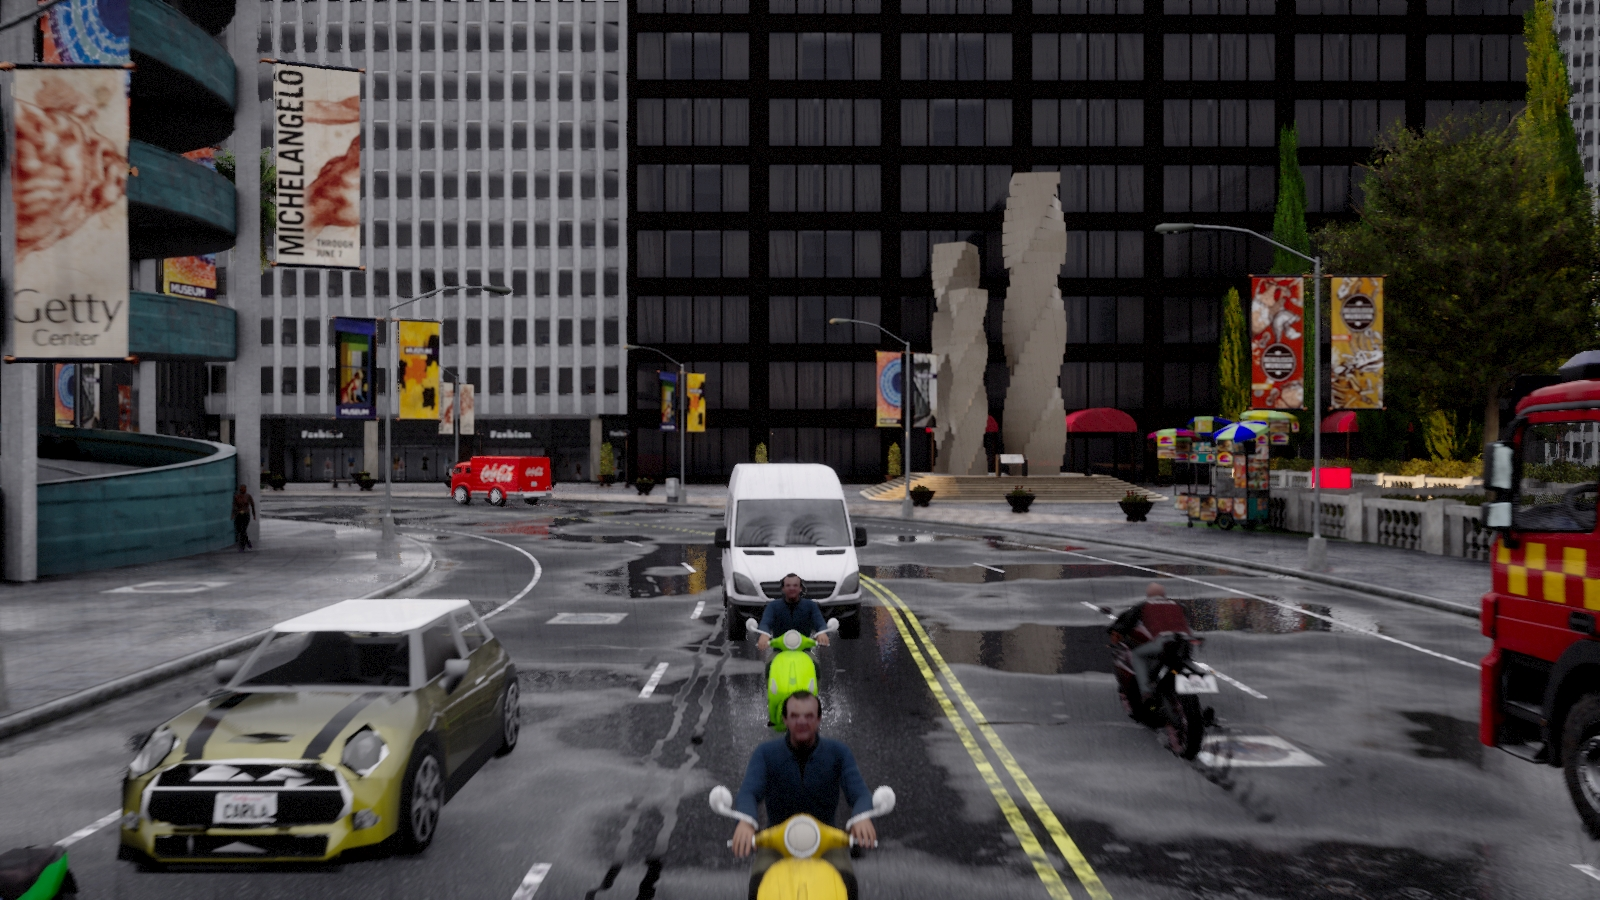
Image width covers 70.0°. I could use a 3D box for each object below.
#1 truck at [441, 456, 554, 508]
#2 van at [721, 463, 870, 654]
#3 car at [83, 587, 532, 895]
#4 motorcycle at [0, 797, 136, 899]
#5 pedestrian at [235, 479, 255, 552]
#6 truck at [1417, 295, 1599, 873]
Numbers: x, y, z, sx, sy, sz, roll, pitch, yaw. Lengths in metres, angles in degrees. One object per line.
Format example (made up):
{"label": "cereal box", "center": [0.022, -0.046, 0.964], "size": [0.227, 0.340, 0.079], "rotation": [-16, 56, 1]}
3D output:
{"label": "truck", "center": [-15.172, 1.554, 57.326], "size": [5.204, 2.467, 2.627], "rotation": [0, -1, 32]}
{"label": "van", "center": [-0.267, 1.529, 18.813], "size": [1.988, 2.561, 5.915], "rotation": [0, 0, -5]}
{"label": "car", "center": [-3.545, 2.062, 9.097], "size": [1.970, 1.475, 3.806], "rotation": [0, 0, -1]}
{"label": "motorcycle", "center": [-3.534, 2.211, 4.376], "size": [0.803, 1.145, 2.033], "rotation": [0, 0, 0]}
{"label": "pedestrian", "center": [-14.300, 1.689, 29.449], "size": [0.375, 1.860, 0.375], "rotation": [0, 0, -9]}
{"label": "truck", "center": [6.723, 0.889, 5.598], "size": [2.891, 3.827, 8.468], "rotation": [0, 0, 1]}
